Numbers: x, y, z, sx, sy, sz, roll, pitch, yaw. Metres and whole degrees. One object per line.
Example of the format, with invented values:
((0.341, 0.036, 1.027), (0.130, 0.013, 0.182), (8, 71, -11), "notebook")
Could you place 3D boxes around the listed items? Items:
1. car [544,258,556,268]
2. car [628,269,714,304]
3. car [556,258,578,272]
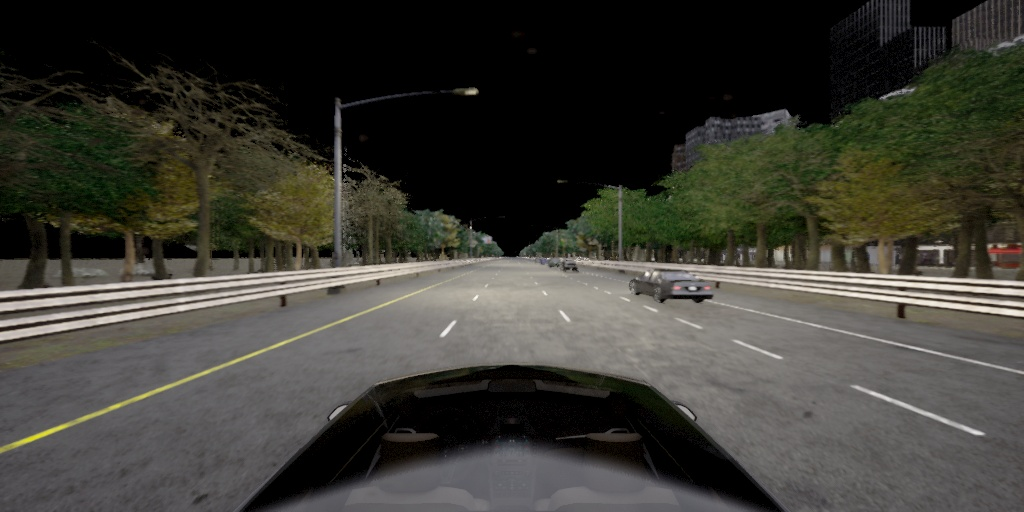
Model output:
((7.149, 1.125, 61.287), (2.097, 1.767, 4.553), (0, 0, 0), "car")
((7.011, 1.305, 16.429), (2.033, 1.411, 5.357), (0, 0, 0), "car")
((7.094, 1.276, 45.324), (1.837, 1.490, 4.892), (0, 0, 0), "car")
